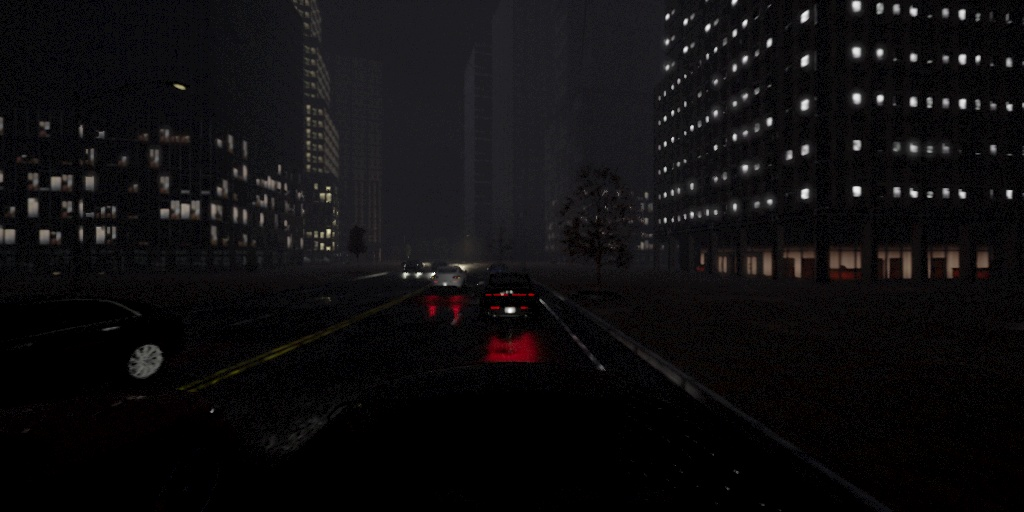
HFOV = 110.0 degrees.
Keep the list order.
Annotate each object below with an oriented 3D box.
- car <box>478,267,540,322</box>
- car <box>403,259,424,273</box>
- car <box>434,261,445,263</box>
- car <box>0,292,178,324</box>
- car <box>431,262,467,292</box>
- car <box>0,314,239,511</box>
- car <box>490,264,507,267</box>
[{"bbox_3d":[-0.116,1.277,12.455,1.837,1.490,4.892,0,0,-2],"label":"car"},{"bbox_3d":[-12.705,1.203,46.302,2.097,1.767,4.553,0,0,-7],"label":"car"},{"bbox_3d":[-9.531,1.342,47.118,2.128,1.511,4.902,0,0,-7],"label":"car"},{"bbox_3d":[-6.649,1.268,4.253,1.837,1.490,4.892,0,0,-1],"label":"car"},{"bbox_3d":[-3.776,1.322,21.891,1.812,1.442,4.674,0,0,-3],"label":"car"},{"bbox_3d":[-3.181,1.278,0.999,1.812,1.442,4.674,0,0,0],"label":"car"},{"bbox_3d":[-1.135,1.358,31.017,2.033,1.411,5.357,0,0,-5],"label":"car"}]
